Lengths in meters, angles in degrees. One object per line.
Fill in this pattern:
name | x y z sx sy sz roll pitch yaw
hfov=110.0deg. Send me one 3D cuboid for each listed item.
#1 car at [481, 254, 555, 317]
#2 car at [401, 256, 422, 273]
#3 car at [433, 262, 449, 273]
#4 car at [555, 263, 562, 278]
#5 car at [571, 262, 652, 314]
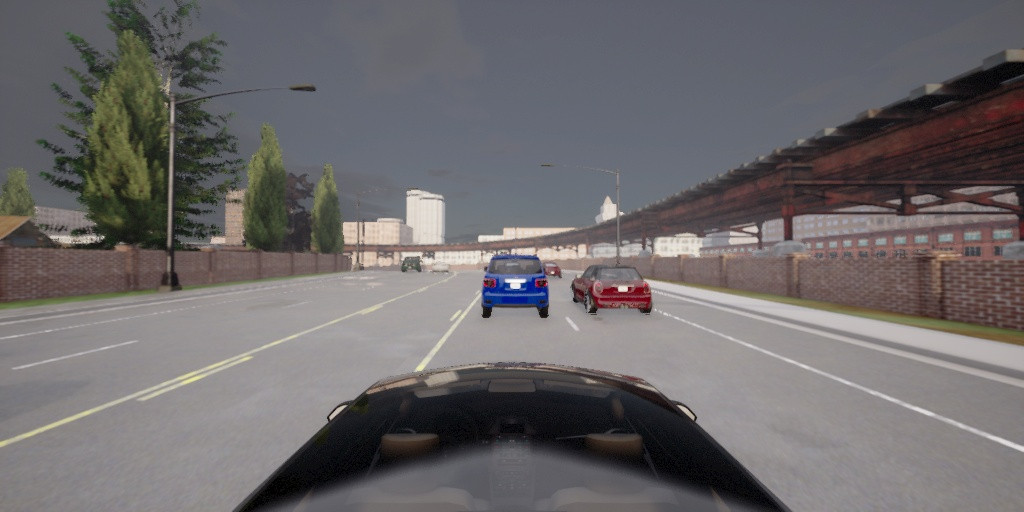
car | 0.105 0.963 13.295 2.150 2.045 5.566 0 0 0
car | -12.304 1.009 44.237 2.150 2.045 5.566 0 -1 -10
car | -8.686 1.387 43.808 1.895 1.301 4.718 0 -1 -10
car | 3.295 1.256 32.847 1.812 1.442 4.674 0 0 -4
car | 3.605 1.092 13.780 2.097 1.767 4.553 0 0 0
